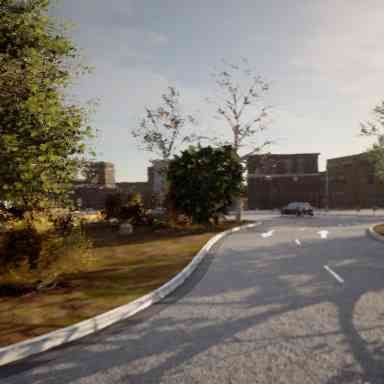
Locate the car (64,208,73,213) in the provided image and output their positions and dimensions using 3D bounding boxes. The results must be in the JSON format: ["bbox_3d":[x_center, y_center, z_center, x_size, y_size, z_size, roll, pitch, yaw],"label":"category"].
[{"bbox_3d":[-14.765,3.124,41.927,1.946,1.575,5.366,-3,-2,12],"label":"car"}]

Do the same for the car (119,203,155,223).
[{"bbox_3d":[-6.536,2.489,40.447,2.435,2.045,5.566,-2,-2,11],"label":"car"}]

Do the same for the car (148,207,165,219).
[{"bbox_3d":[-3.796,2.629,39.865,2.231,1.521,4.892,-2,-2,11],"label":"car"}]

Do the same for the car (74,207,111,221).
[{"bbox_3d":[-14.081,3.121,47.158,4.553,1.767,2.097,-3,-2,12],"label":"car"}]

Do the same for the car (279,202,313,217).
[{"bbox_3d":[12.478,2.043,40.146,2.097,1.767,4.553,-1,-1,-18],"label":"car"}]

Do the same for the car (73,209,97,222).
[{"bbox_3d":[-12.163,2.993,41.388,1.946,1.575,5.366,-3,-2,12],"label":"car"}]

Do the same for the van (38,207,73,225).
[{"bbox_3d":[-17.447,3.051,42.794,1.878,1.987,4.442,-3,-2,12],"label":"van"}]
